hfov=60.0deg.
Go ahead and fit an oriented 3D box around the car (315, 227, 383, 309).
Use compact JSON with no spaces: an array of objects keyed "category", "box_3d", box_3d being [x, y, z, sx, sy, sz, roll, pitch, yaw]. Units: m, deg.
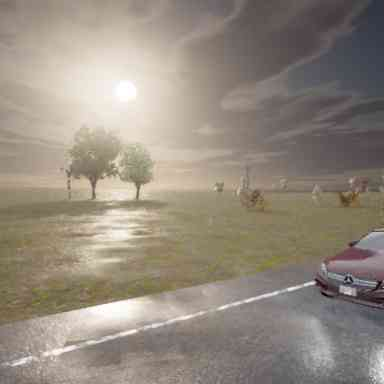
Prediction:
[{"category":"car","box_3d":[4.686,1.502,7.319,4.674,1.442,1.812,0,0,-36]}]
